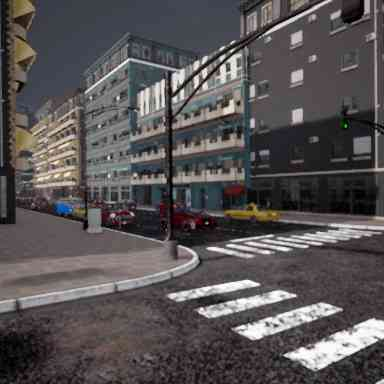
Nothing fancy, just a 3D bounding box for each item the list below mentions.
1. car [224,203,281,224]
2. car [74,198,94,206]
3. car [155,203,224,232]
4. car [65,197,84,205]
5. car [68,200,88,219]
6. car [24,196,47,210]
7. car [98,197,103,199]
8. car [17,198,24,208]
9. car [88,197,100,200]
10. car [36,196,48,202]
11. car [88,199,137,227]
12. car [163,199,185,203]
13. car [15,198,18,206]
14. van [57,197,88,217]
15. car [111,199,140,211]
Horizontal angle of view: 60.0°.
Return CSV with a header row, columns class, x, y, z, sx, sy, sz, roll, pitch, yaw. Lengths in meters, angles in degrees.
class,x,y,z,sx,sy,sz,roll,pitch,yaw
car,4.242,1.499,24.527,1.752,1.417,4.829,-1,1,-35
car,-18.151,1.644,55.930,1.947,1.339,4.313,-1,1,-35
car,-0.299,1.623,20.924,1.994,1.385,4.181,-1,1,-35
car,-21.365,1.646,60.436,2.008,1.369,4.403,-1,1,-35
car,-8.809,1.652,28.397,1.752,1.417,4.829,-1,1,-35
car,-21.762,1.628,46.558,1.967,1.590,4.097,-1,1,-35
car,-14.940,1.502,51.423,1.967,1.590,4.097,-1,1,-35
car,-24.974,1.770,51.065,1.947,1.339,4.313,-1,1,-35
car,-12.898,1.664,38.608,2.033,1.411,5.357,-1,0,-35
car,-37.431,1.728,82.966,1.887,1.381,4.507,-1,1,-35
car,-5.696,1.553,24.029,1.967,1.590,4.097,-1,1,-35
car,-2.087,1.442,33.399,1.967,1.590,4.097,-1,1,-35
car,-31.400,1.782,60.077,1.887,1.381,4.507,-1,1,-35
van,-12.124,1.483,33.039,1.690,1.788,3.998,-1,1,-35
car,-8.512,1.582,42.412,2.008,1.369,4.403,-1,1,-35
